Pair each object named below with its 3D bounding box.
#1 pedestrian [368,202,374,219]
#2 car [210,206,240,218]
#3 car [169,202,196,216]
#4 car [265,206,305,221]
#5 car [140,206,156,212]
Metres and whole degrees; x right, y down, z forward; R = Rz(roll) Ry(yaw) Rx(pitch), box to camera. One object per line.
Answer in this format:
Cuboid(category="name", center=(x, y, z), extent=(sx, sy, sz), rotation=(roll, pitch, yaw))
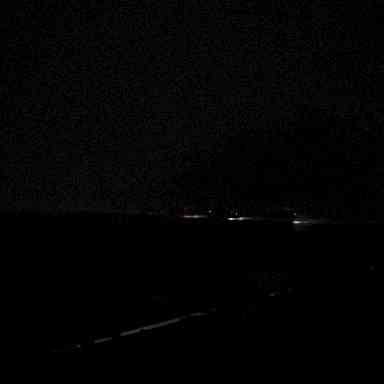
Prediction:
Cuboid(category="pedestrian", center=(18.892, 1.917, 35.268), extent=(0.375, 1.860, 0.375), rotation=(-2, 1, -33))
Cuboid(category="car", center=(4.253, 2.581, 43.755), extent=(1.837, 1.490, 4.892), rotation=(1, -2, -33))
Cuboid(category="car", center=(-1.606, 2.644, 52.736), extent=(2.150, 2.045, 5.566), rotation=(1, -2, -33))
Cuboid(category="car", center=(9.774, 2.259, 35.319), extent=(1.812, 1.442, 4.674), rotation=(1, -2, -33))
Cuboid(category="car", center=(-9.506, 3.644, 71.363), extent=(1.895, 1.301, 4.718), rotation=(1, -2, -33))
